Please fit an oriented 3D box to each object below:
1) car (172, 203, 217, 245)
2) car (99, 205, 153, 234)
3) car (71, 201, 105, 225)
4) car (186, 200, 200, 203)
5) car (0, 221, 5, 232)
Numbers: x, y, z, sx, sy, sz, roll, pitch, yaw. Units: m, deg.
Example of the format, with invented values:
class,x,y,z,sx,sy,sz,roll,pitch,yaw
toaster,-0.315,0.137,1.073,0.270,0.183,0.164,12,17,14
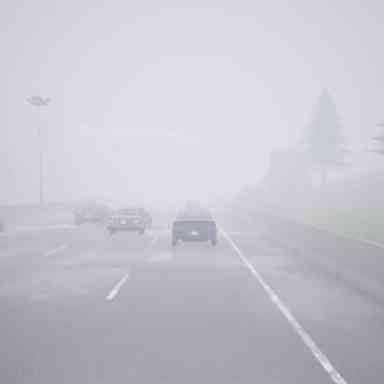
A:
class,x,y,z,sx,sy,sz,roll,pitch,yaw
car,0.103,1.476,15.593,1.882,1.535,5.008,0,0,0
car,-3.397,1.545,18.985,2.033,1.411,5.357,0,0,0
car,-6.896,1.561,24.064,1.994,1.385,4.181,0,0,0
car,0.105,1.544,33.860,2.033,1.411,5.357,0,0,0
car,-10.398,1.546,14.424,2.033,1.411,5.357,0,0,0
